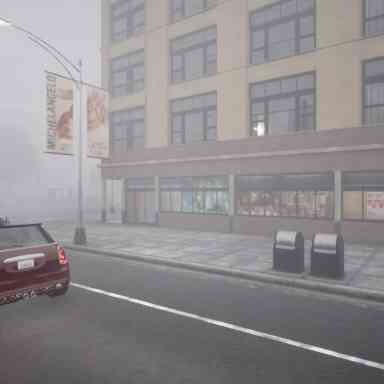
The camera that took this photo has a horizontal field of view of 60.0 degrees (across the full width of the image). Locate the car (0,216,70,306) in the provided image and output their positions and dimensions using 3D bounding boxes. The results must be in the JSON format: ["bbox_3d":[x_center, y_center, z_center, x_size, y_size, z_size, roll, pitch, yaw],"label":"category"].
[{"bbox_3d":[-4.784,1.352,7.386,4.553,1.767,2.097,0,0,36],"label":"car"}]
